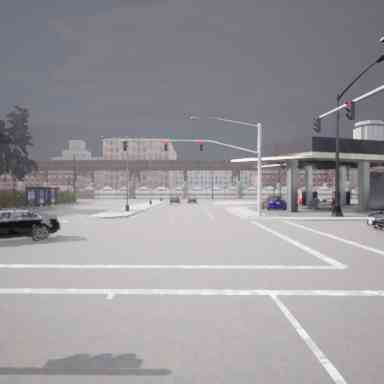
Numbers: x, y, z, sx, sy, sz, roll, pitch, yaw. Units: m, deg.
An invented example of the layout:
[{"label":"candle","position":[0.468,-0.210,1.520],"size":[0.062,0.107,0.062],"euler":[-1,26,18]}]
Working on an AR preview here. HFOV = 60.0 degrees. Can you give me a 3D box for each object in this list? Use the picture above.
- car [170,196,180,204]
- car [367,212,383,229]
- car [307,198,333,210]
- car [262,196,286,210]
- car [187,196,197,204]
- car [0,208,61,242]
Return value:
[{"label":"car","position":[-3.361,1.491,66.247],"size":[2.128,1.511,4.902],"euler":[0,0,0]},{"label":"car","position":[12.864,1.491,19.492],"size":[4.902,1.511,2.128],"euler":[0,0,-1]},{"label":"car","position":[15.478,1.455,40.402],"size":[1.970,1.475,3.806],"euler":[0,0,0]},{"label":"car","position":[9.733,1.294,39.643],"size":[2.242,1.667,4.611],"euler":[0,0,0]},{"label":"car","position":[0.037,1.547,64.324],"size":[2.033,1.411,5.357],"euler":[0,0,0]},{"label":"car","position":[-8.433,1.491,14.733],"size":[4.902,1.511,2.128],"euler":[0,0,-40]}]
